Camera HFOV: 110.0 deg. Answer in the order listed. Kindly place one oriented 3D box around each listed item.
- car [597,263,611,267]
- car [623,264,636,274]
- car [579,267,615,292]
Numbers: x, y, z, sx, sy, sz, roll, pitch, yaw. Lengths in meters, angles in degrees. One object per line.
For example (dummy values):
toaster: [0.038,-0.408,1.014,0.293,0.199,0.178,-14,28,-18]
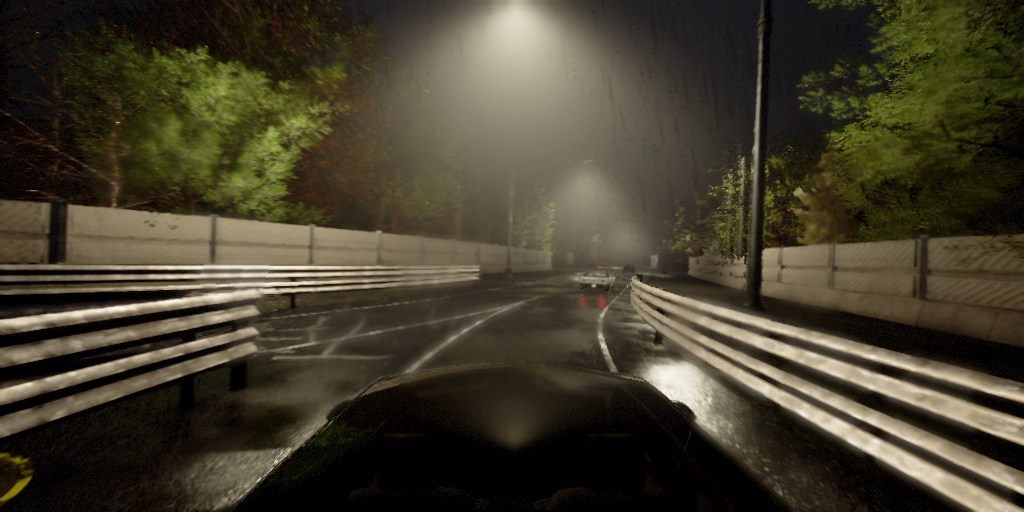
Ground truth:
car: [14.887,1.919,57.743,1.882,1.535,5.008,3,1,22]
car: [20.065,2.144,61.361,1.882,1.535,5.008,2,0,21]
car: [5.939,1.635,24.609,1.895,1.301,4.718,2,0,21]
